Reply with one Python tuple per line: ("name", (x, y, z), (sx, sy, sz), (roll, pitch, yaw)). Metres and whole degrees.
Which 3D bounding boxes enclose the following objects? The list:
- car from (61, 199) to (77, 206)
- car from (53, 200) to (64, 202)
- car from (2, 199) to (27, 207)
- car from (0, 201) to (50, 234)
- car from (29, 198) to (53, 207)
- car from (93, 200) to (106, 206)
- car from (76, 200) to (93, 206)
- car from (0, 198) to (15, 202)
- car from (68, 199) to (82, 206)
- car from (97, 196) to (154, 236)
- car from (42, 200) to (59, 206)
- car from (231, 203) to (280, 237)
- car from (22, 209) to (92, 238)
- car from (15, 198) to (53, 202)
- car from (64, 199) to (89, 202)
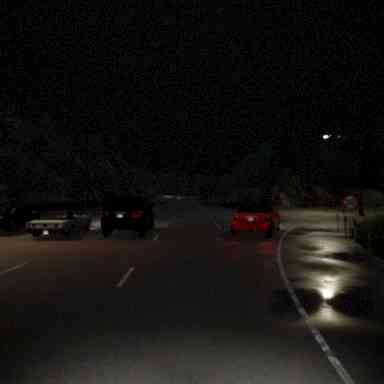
("car", (-28.101, 2.469, 76.230), (1.837, 1.490, 4.892), (0, -2, 0))
("car", (-24.583, 2.099, 62.445), (1.895, 1.301, 4.718), (0, -2, 0))
("car", (-31.585, 1.923, 59.298), (1.812, 1.442, 4.674), (0, -2, 0))
("car", (-10.425, 1.514, 19.303), (2.128, 1.511, 4.902), (0, 0, 0))
("car", (-28.083, 1.983, 62.005), (2.128, 1.511, 4.902), (0, -2, 0))
("car", (-21.101, 2.518, 76.054), (1.994, 1.385, 4.181), (0, -2, 0))
("car", (-24.601, 2.511, 76.254), (2.033, 1.411, 5.357), (0, -2, 0))
("car", (-24.644, 1.593, 44.421), (1.812, 1.442, 4.674), (0, 0, 0))
("car", (-31.619, 2.797, 90.107), (2.097, 1.767, 4.553), (0, -2, 0))
("car", (-3.429, 1.235, 18.499), (2.150, 2.045, 5.566), (0, 0, 0))
("car", (-31.599, 2.456, 74.398), (1.994, 1.385, 4.181), (0, -2, 0))
("car", (3.674, 1.374, 18.597), (2.097, 1.767, 4.553), (0, 0, 20))
("car", (-6.928, 1.626, 17.954), (1.895, 1.301, 4.718), (0, 0, 0))
("car", (-21.145, 1.568, 44.878), (2.128, 1.511, 4.902), (0, -1, 0))
("car", (-21.090, 2.008, 61.209), (2.033, 1.411, 5.357), (0, -1, 0))
